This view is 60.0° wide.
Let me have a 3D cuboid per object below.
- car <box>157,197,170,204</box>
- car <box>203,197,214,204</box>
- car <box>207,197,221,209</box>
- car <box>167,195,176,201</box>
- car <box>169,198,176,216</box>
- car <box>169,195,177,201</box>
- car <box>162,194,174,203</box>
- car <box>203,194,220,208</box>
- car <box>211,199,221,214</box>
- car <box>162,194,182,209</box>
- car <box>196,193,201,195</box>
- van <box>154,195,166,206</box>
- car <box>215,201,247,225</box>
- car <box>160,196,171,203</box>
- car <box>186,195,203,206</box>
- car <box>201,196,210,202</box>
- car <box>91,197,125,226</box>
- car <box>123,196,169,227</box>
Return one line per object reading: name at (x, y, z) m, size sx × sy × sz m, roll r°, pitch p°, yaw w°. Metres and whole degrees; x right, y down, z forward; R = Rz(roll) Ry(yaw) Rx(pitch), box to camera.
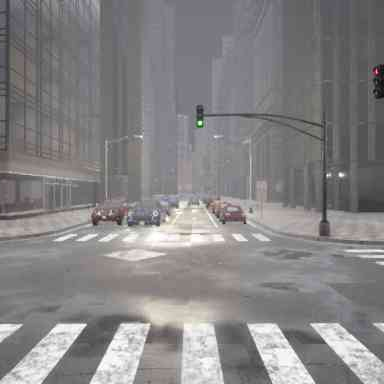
car at (-5.444, 1.582, 63.262) m, size 2.008 × 1.369 × 4.403 m, roll 0°, pitch 0°, yaw 0°
car at (3.081, 1.597, 63.236) m, size 1.947 × 1.339 × 4.313 m, roll 0°, pitch 0°, yaw 0°
car at (2.940, 1.557, 35.144) m, size 1.887 × 1.381 × 4.507 m, roll 0°, pitch 0°, yaw 0°
car at (-5.330, 1.491, 85.737) m, size 1.967 × 1.590 × 4.097 m, roll 0°, pitch 0°, yaw 0°
car at (-2.934, 1.558, 32.427) m, size 2.033 × 1.411 × 5.357 m, roll 0°, pitch 0°, yaw 0°
car at (-5.302, 1.601, 91.355) m, size 1.887 × 1.381 × 4.507 m, roll 0°, pitch 0°, yaw 0°
car at (-5.387, 1.356, 74.500) m, size 2.192 × 1.841 × 5.009 m, roll 0°, pitch 0°, yaw 0°
car at (2.997, 1.334, 46.381) m, size 2.192 × 1.841 × 5.009 m, roll 0°, pitch 0°, yaw 0°
car at (2.912, 1.592, 29.526) m, size 1.802 × 1.307 × 4.206 m, roll 0°, pitch 0°, yaw 0°
car at (-2.847, 1.498, 47.164) m, size 1.882 × 1.535 × 5.008 m, roll 0°, pitch 0°, yaw 1°
car at (0.325, 1.537, 64.570) m, size 1.837 × 1.490 × 4.892 m, roll 0°, pitch 0°, yaw 0°
van at (-5.472, 1.368, 57.643) m, size 1.690 × 1.788 × 3.998 m, roll 0°, pitch 0°, yaw 0°
car at (2.883, 1.589, 23.908) m, size 1.802 × 1.307 × 4.206 m, roll 0°, pitch 0°, yaw 0°
car at (-5.415, 1.602, 68.880) m, size 1.947 × 1.339 × 4.313 m, roll 0°, pitch 0°, yaw 0°
car at (0.273, 1.572, 54.156) m, size 2.033 × 1.411 × 5.357 m, roll 0°, pitch 0°, yaw 0°
car at (3.166, 1.612, 80.090) m, size 1.947 × 1.339 × 4.313 m, roll 0°, pitch 0°, yaw 0°
car at (-5.641, 1.322, 23.931) m, size 2.192 × 1.841 × 5.009 m, roll 0°, pitch 0°, yaw 0°
car at (-3.038, 1.358, 22.868) m, size 2.097 × 1.767 × 4.553 m, roll 0°, pitch 0°, yaw 2°
